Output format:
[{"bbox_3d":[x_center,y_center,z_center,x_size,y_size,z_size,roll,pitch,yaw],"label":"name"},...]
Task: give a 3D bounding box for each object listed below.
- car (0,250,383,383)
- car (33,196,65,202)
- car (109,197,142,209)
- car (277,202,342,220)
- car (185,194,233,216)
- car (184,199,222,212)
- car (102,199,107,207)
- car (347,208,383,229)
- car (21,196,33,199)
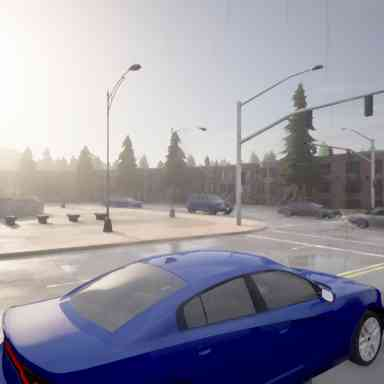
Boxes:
[{"bbox_3d":[0.445,1.478,4.113,5.008,1.535,1.882,0,0,-35],"label":"car"},{"bbox_3d":[-22.213,1.167,52.322,4.181,1.385,1.994,0,0,16],"label":"car"},{"bbox_3d":[-8.865,1.478,45.102,5.008,1.535,1.882,0,0,37],"label":"car"},{"bbox_3d":[9.827,1.547,28.346,2.033,1.411,5.357,0,0,-38],"label":"car"},{"bbox_3d":[1.684,1.222,33.386,2.150,2.045,5.566,0,0,-37],"label":"car"},{"bbox_3d":[1.259,1.601,39.718,1.895,1.301,4.718,0,0,-39],"label":"car"},{"bbox_3d":[-11.506,1.478,51.099,5.008,1.535,1.882,0,0,30],"label":"car"},{"bbox_3d":[11.715,1.601,19.333,1.895,1.301,4.718,0,0,-34],"label":"car"},{"bbox_3d":[-29.901,1.505,60.665,4.892,1.490,1.837,0,0,5],"label":"car"}]
